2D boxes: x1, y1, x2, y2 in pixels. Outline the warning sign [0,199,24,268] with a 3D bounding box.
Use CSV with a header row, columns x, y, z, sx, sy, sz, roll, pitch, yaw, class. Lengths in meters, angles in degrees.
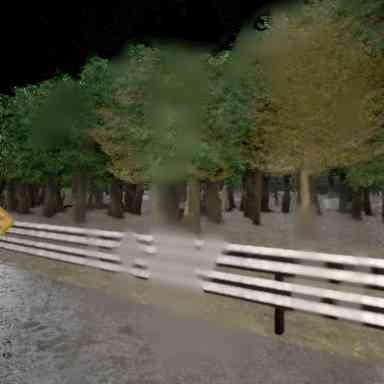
x,y,z,sx,sy,sz,roll,pitch,yaw,class
-5.640,1.140,9.367,1.060,1.860,1.300,0,0,37,warning sign
